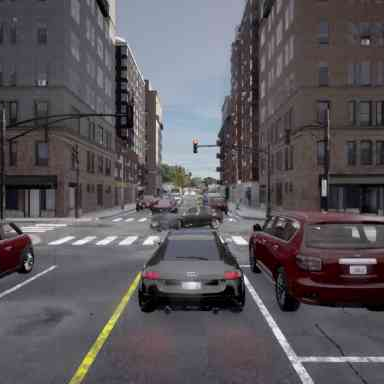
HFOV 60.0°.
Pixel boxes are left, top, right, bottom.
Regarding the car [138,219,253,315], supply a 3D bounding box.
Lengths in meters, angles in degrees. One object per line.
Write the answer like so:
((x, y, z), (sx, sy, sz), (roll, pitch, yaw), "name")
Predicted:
((0.014, 1.564, 7.677), (1.994, 1.385, 4.181), (0, 0, 1), "car")

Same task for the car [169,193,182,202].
((-2.845, 1.218, 53.163), (2.150, 2.045, 5.566), (0, 0, 1), "car")

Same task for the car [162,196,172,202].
((-5.511, 1.539, 73.223), (1.887, 1.381, 4.507), (0, 0, 0), "car")

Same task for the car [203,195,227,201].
((2.651, 1.313, 34.710), (2.192, 1.841, 5.009), (0, 0, 0), "car")

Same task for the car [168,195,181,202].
((-2.891, 1.489, 43.284), (2.128, 1.511, 4.902), (0, 0, 0), "car")

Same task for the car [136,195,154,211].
((-5.476, 1.313, 40.201), (2.192, 1.841, 5.009), (0, 0, 0), "car")

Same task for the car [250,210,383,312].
((2.628, 1.315, 7.654), (2.192, 1.841, 5.009), (0, 0, 0), "car")

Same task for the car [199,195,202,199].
((2.614, 1.312, 51.222), (2.192, 1.841, 5.009), (0, 0, 0), "car")

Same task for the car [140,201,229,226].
((-0.264, 1.503, 19.213), (4.892, 1.490, 1.837), (0, -3, -44), "car")

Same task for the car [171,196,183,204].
((-2.849, 1.560, 63.222), (1.994, 1.385, 4.181), (0, 0, 1), "car")

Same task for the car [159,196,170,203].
((-5.505, 1.540, 67.720), (1.887, 1.381, 4.507), (0, 0, 0), "car")

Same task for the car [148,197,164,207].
((-5.488, 1.548, 51.209), (2.008, 1.369, 4.403), (0, 0, 0), "car")

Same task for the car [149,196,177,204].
((-2.894, 1.476, 33.729), (1.882, 1.535, 5.008), (0, 0, 0), "car")

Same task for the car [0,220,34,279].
((-5.397, 1.440, 7.642), (1.967, 1.590, 4.097), (0, 0, 0), "car")

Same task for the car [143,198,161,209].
((-5.482, 1.563, 45.705), (1.947, 1.339, 4.313), (0, 0, 0), "car")

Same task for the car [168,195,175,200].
((-5.528, 1.575, 89.735), (1.802, 1.307, 4.206), (0, 0, 0), "car")
